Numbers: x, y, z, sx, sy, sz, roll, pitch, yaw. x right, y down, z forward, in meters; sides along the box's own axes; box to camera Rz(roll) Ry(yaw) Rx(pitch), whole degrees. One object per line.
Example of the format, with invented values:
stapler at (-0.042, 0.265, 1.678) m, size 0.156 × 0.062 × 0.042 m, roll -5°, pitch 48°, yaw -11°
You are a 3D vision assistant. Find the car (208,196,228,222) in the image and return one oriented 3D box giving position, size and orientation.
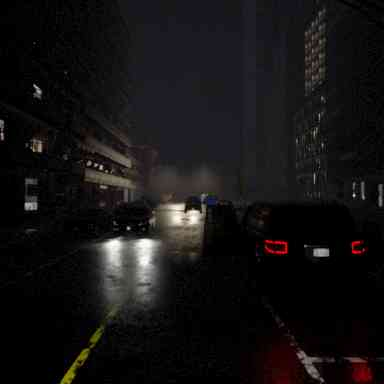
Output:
car at (2.770, 1.448, 29.439) m, size 1.967 × 1.590 × 4.097 m, roll 1°, pitch 0°, yaw 0°

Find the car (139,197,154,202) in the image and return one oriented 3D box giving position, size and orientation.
car at (-5.600, 1.561, 35.028) m, size 2.008 × 1.369 × 4.403 m, roll 1°, pitch 0°, yaw 0°

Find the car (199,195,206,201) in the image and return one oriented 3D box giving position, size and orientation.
car at (2.907, 1.563, 90.874) m, size 1.752 × 1.417 × 4.829 m, roll 1°, pitch 0°, yaw 0°

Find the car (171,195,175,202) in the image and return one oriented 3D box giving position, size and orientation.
car at (-5.508, 1.343, 74.016) m, size 2.192 × 1.841 × 5.009 m, roll 1°, pitch 0°, yaw 0°

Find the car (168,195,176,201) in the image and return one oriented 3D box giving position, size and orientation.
car at (-5.474, 1.583, 90.725) m, size 1.887 × 1.381 × 4.507 m, roll 1°, pitch 0°, yaw 0°

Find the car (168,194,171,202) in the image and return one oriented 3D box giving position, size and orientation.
car at (-5.537, 1.547, 62.707) m, size 1.752 × 1.417 × 4.829 m, roll 1°, pitch 0°, yaw 0°

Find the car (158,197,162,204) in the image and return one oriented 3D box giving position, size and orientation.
car at (-5.574, 1.540, 45.998) m, size 1.752 × 1.417 × 4.829 m, roll 1°, pitch 0°, yaw 0°

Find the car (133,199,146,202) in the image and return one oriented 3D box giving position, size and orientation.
car at (-5.612, 1.574, 29.458) m, size 1.947 × 1.339 × 4.313 m, roll 1°, pitch 0°, yaw 0°

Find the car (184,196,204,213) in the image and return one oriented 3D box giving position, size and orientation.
car at (0.154, 1.516, 36.889) m, size 1.837 × 1.490 × 4.892 m, roll 0°, pitch 0°, yaw 1°

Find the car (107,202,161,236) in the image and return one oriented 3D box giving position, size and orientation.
car at (-3.058, 1.509, 18.496) m, size 1.837 × 1.490 × 4.892 m, roll 0°, pitch 0°, yaw 0°

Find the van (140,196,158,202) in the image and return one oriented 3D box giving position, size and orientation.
van at (-5.584, 1.353, 40.598) m, size 1.690 × 1.788 × 3.998 m, roll 1°, pitch 0°, yaw 0°

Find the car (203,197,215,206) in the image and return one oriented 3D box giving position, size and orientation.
car at (2.831, 1.601, 57.286) m, size 1.802 × 1.307 × 4.206 m, roll 1°, pitch 0°, yaw 0°

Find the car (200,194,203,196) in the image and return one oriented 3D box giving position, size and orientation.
car at (0.162, 1.367, 46.971) m, size 2.097 × 1.767 × 4.553 m, roll 0°, pitch 0°, yaw 1°

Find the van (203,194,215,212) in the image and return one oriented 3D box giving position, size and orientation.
van at (2.809, 1.356, 46.148) m, size 1.690 × 1.788 × 3.998 m, roll 1°, pitch 0°, yaw 0°

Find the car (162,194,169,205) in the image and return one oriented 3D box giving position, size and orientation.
car at (-5.549, 1.570, 57.306) m, size 2.008 × 1.369 × 4.403 m, roll 1°, pitch 0°, yaw 0°

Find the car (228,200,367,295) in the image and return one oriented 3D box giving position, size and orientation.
car at (2.414, 1.223, 8.875) m, size 2.150 × 2.045 × 5.566 m, roll 0°, pitch 0°, yaw 0°

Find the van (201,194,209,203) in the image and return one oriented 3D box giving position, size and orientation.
van at (2.872, 1.369, 73.996) m, size 1.690 × 1.788 × 3.998 m, roll 1°, pitch 0°, yaw 0°

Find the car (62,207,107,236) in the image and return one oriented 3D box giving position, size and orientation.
car at (-5.638, 1.549, 18.319) m, size 1.887 × 1.381 × 4.507 m, roll 1°, pitch 0°, yaw 0°
